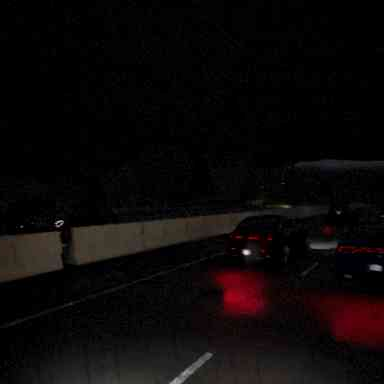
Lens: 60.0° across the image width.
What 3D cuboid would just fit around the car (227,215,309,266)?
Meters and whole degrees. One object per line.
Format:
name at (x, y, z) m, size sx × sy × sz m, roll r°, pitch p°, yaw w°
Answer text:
car at (2.926, 1.596, 12.165) m, size 1.837 × 1.490 × 4.892 m, roll -1°, pitch -1°, yaw 32°

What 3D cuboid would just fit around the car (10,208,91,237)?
car at (-8.595, 1.784, 20.534) m, size 1.994 × 1.385 × 4.181 m, roll -1°, pitch -1°, yaw 32°

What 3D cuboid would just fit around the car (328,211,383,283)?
car at (5.341, 1.531, 9.416) m, size 1.882 × 1.535 × 5.008 m, roll -1°, pitch -1°, yaw 32°

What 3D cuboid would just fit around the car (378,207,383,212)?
car at (15.922, 1.874, 26.540) m, size 2.033 × 1.411 × 5.357 m, roll -1°, pitch -1°, yaw 32°

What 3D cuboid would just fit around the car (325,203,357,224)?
car at (12.519, 1.693, 27.695) m, size 2.097 × 1.767 × 4.553 m, roll -1°, pitch -1°, yaw 32°

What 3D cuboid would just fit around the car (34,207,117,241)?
car at (-6.063, 1.536, 17.974) m, size 2.097 × 1.767 × 4.553 m, roll -1°, pitch -1°, yaw 32°
